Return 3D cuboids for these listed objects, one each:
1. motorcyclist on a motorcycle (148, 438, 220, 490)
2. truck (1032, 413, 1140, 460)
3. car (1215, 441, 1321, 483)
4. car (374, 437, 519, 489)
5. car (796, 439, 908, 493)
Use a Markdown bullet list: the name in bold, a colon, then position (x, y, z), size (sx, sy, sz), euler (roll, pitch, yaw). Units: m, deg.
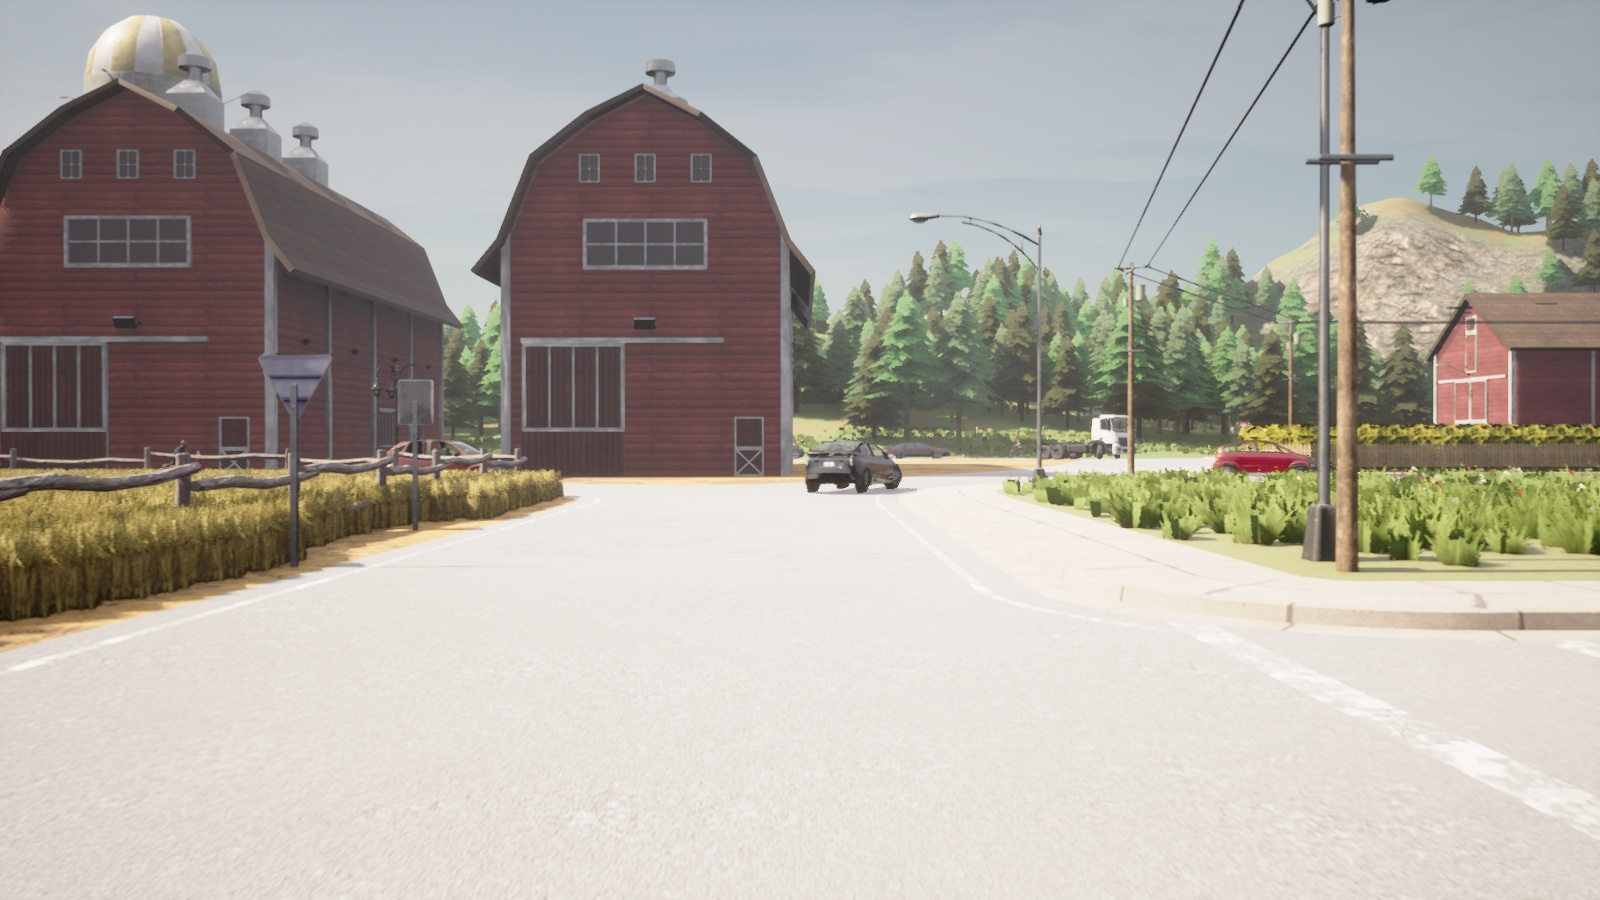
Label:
- **motorcyclist on a motorcycle**: position (-19.419, 0.442, 39.632), size (1.817, 1.590, 0.866), euler (-1, 0, -3)
- **truck**: position (21.936, -0.979, 96.817), size (2.891, 3.462, 7.936), euler (0, -1, -40)
- **car**: position (17.840, 0.439, 47.991), size (3.705, 1.549, 1.789), euler (1, 1, 19)
- **car**: position (-11.120, 0.393, 39.661), size (3.988, 1.617, 1.851), euler (0, 0, 5)
- **car**: position (1.642, 0.441, 37.967), size (2.007, 1.525, 4.514), euler (0, 0, 21)
